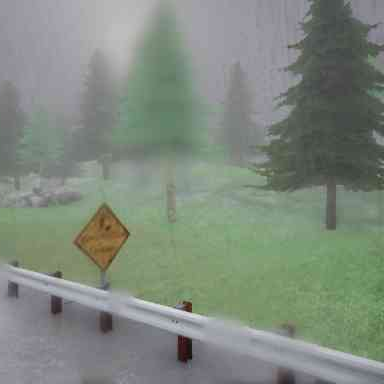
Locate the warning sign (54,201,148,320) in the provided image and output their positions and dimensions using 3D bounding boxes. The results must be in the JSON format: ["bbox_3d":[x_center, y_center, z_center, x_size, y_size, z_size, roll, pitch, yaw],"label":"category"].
[{"bbox_3d":[-1.645,1.115,6.130,1.060,1.860,1.300,0,0,36],"label":"warning sign"}]
